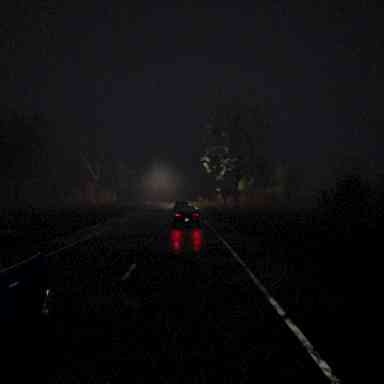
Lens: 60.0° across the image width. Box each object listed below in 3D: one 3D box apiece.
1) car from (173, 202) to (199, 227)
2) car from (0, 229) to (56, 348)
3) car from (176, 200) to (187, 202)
[{"bbox_3d":[-0.443,1.728,24.820,1.812,1.442,4.674,0,-1,-2],"label":"car"},{"bbox_3d":[-3.562,1.393,4.269,2.097,1.767,4.553,0,-1,-1],"label":"car"},{"bbox_3d":[-1.377,1.826,42.164,1.837,1.490,4.892,0,-1,-4],"label":"car"}]
